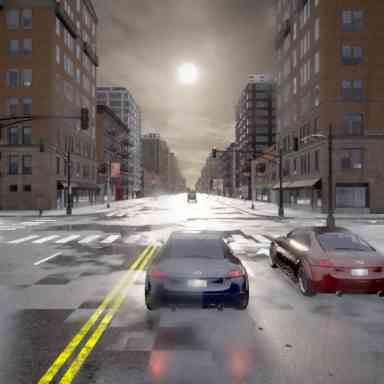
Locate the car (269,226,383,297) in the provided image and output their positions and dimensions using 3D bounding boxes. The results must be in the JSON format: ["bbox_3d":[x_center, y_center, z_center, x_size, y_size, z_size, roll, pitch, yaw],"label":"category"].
[{"bbox_3d":[3.339,1.564,8.616,1.994,1.385,4.181,0,0,0],"label":"car"}]

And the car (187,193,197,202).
[{"bbox_3d":[0.013,1.213,75.731,2.150,2.045,5.566,0,0,0],"label":"car"}]

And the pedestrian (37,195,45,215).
[{"bbox_3d":[-14.138,1.170,31.123,0.375,1.860,0.375,0,0,0],"label":"pedestrian"}]

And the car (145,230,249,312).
[{"bbox_3d":[0.089,1.564,7.798,1.994,1.385,4.181,0,0,0],"label":"car"}]
